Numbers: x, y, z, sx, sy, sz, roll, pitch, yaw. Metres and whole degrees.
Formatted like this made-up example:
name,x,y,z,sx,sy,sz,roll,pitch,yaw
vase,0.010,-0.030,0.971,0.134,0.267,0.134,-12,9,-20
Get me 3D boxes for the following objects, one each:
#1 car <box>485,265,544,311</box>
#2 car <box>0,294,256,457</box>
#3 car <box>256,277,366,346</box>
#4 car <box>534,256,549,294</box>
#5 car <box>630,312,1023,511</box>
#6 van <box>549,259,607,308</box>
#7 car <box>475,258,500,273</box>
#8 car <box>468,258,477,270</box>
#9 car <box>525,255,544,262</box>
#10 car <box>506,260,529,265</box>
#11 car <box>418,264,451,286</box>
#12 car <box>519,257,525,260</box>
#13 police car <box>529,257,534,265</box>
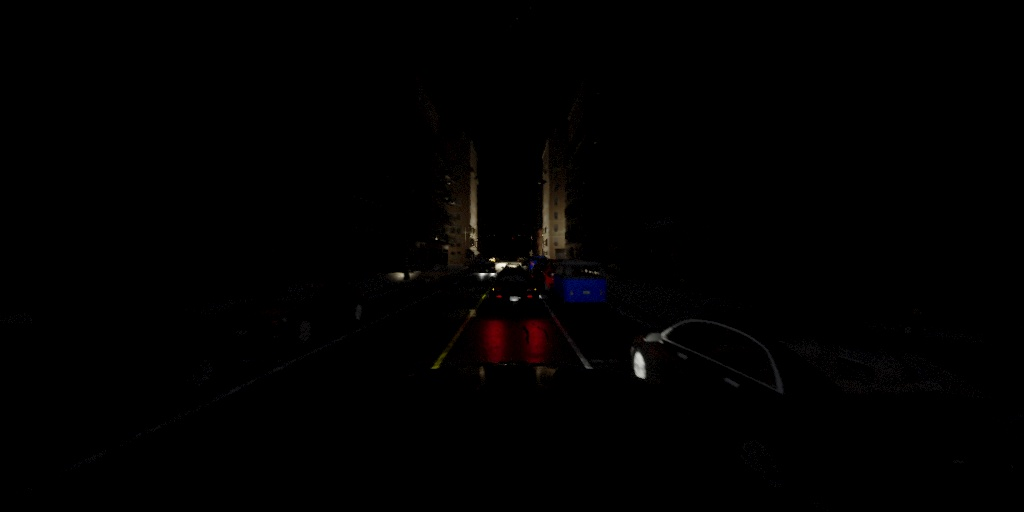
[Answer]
name,x,y,z,sx,sy,sz,roll,pitch,yaw
car,0.083,1.267,14.360,1.812,1.442,4.674,0,0,0
car,-5.406,1.314,3.987,1.948,1.339,4.313,0,0,0
car,-5.406,1.290,9.394,1.888,1.381,4.507,0,0,0
car,2.679,1.053,20.211,2.192,1.841,5.009,0,0,0
car,2.699,1.299,3.991,2.007,1.370,4.403,0,0,0
van,2.686,1.082,14.804,1.690,1.789,3.998,0,0,0
car,-2.856,1.269,43.372,2.033,1.411,5.357,0,0,0
car,-5.408,1.297,52.644,1.802,1.307,4.207,0,0,0
car,2.969,0.951,41.859,2.150,2.045,5.566,0,0,0
car,0.079,1.295,29.311,1.994,1.385,4.181,0,0,0
car,-5.407,1.259,25.443,1.751,1.417,4.829,0,0,0
car,2.625,1.234,63.630,1.751,1.417,4.829,0,0,0
police car,2.998,1.152,34.939,1.930,1.638,5.238,0,0,0
